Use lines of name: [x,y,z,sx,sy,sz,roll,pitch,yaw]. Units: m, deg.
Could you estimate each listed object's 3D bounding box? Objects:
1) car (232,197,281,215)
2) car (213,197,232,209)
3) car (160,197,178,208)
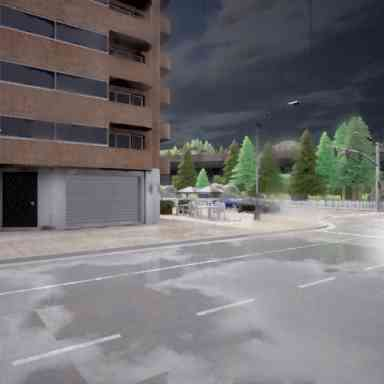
car: [6.643,1.297,33.288,2.097,1.767,4.553,0,0,-36]
car: [4.799,1.422,41.691,1.882,1.535,5.008,0,0,-37]
car: [-3.983,1.470,46.893,4.674,1.442,1.812,0,0,41]
